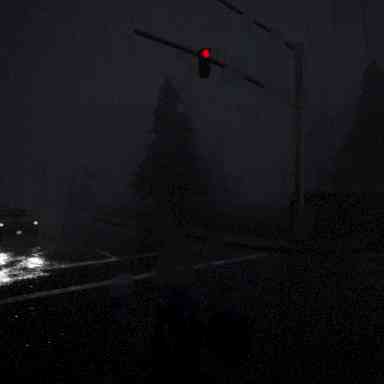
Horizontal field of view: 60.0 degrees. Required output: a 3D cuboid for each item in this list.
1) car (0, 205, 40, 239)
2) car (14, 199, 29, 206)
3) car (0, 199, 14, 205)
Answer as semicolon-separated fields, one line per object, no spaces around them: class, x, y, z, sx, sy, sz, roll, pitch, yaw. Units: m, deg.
car;-9.423;1.587;17.427;1.895;1.301;4.718;0;0;-36
car;-19.835;1.493;37.780;1.812;1.442;4.674;0;0;-36
car;-15.366;1.340;25.494;2.097;1.767;4.553;0;0;-36
